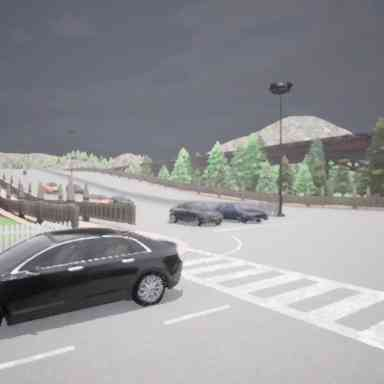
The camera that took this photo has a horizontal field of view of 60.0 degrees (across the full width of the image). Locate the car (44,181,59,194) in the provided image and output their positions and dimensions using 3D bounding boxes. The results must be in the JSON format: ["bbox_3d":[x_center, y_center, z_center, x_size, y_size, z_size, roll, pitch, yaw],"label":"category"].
[{"bbox_3d":[-22.248,-0.661,53.097,2.097,1.767,4.553,0,7,-37],"label":"car"}]

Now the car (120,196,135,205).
[{"bbox_3d":[-8.955,1.156,41.104,2.033,1.411,5.357,0,3,-37],"label":"car"}]

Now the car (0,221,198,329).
[{"bbox_3d":[-2.455,1.503,6.426,4.892,1.490,1.837,0,1,-36],"label":"car"}]

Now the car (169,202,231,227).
[{"bbox_3d":[0.195,1.493,23.089,1.837,1.490,4.892,0,0,-35],"label":"car"}]

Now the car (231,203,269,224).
[{"bbox_3d":[3.212,1.529,25.087,2.033,1.411,5.357,0,0,-37],"label":"car"}]

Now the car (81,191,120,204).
[{"bbox_3d":[-10.232,1.091,36.997,2.097,1.767,4.553,0,3,-37],"label":"car"}]

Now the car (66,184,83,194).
[{"bbox_3d":[-19.560,-0.490,55.350,1.837,1.490,4.892,0,7,-37],"label":"car"}]
